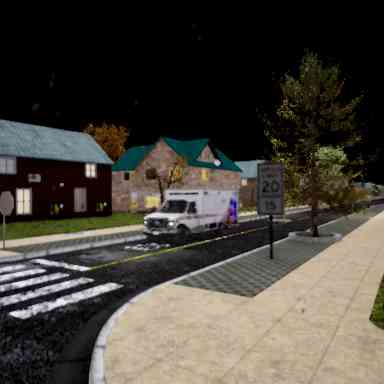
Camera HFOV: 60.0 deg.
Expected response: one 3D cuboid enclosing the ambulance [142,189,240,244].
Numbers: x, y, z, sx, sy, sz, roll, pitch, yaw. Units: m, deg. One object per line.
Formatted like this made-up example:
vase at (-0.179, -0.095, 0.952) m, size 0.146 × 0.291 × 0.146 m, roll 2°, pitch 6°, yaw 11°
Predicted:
ambulance at (0.149, 1.107, 17.260) m, size 2.351 × 2.431 × 6.366 m, roll -1°, pitch -1°, yaw 33°
